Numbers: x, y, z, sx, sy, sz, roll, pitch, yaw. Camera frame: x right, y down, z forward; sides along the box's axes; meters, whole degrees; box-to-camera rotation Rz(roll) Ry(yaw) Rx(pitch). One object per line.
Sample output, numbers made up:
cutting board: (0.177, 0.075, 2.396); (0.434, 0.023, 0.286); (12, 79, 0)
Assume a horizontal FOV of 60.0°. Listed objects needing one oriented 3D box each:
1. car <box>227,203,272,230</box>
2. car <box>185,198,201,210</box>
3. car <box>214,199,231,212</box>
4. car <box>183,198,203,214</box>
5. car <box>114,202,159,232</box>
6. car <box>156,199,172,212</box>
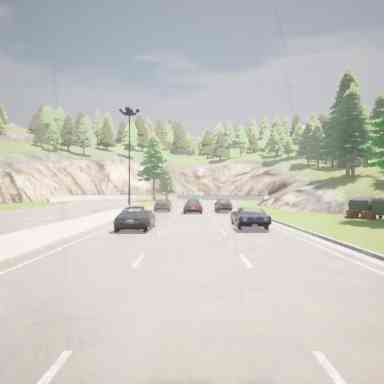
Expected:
car: (3.606, 1.601, 21.146); (1.895, 1.301, 4.718); (0, 0, 0)
car: (0.165, 1.547, 44.510); (2.033, 1.411, 5.357); (0, 0, 1)
car: (3.613, 1.547, 38.638); (2.033, 1.411, 5.357); (0, 0, 0)
car: (0.108, 1.564, 35.265); (1.994, 1.385, 4.181); (0, 0, 0)
car: (-3.394, 1.564, 20.200); (1.994, 1.385, 4.181); (0, 0, 0)
car: (-3.386, 1.547, 39.131); (2.033, 1.411, 5.357); (0, 0, 0)
